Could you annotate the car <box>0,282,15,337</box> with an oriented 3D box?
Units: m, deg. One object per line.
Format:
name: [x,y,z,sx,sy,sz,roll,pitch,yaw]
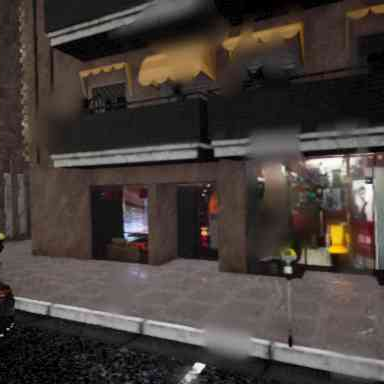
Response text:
car: [-4.646,1.589,5.014,4.403,1.369,2.008,-1,1,25]
